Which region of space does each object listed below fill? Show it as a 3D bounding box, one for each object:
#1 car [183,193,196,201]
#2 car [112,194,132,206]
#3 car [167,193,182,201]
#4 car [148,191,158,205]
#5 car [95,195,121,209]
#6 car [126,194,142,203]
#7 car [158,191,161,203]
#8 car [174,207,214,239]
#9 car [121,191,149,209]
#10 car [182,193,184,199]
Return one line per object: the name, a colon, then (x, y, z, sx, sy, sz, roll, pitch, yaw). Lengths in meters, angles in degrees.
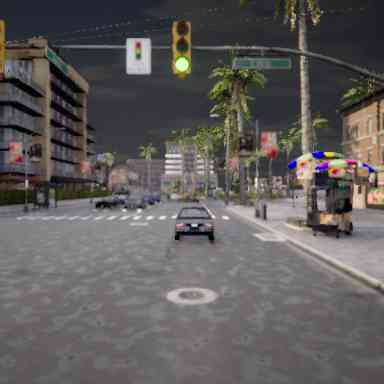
car: (-0.144, 1.105, 68.468, 2.128, 1.511, 4.902, 0, 0, -4)
car: (-10.494, 1.178, 50.322, 1.882, 1.535, 5.008, 0, 0, 0)
car: (-3.646, 1.117, 68.536, 1.812, 1.442, 4.674, 0, 0, -4)
car: (-6.994, 0.921, 50.532, 2.150, 2.045, 5.566, 0, 0, 0)
car: (-10.495, 1.356, 41.179, 1.895, 1.301, 4.718, 0, 0, 0)
car: (-10.494, 1.187, 60.620, 2.033, 1.411, 5.357, 0, 0, 0)
car: (-6.999, 0.858, 61.281, 2.150, 2.045, 5.566, 0, 0, 0)
car: (0.102, 1.448, 16.588, 2.033, 1.411, 5.357, 0, 0, 0)
car: (-6.995, 1.107, 41.193, 2.097, 1.767, 4.553, 0, 0, 0)
car: (-1.396, 1.013, 78.449, 1.882, 1.535, 5.008, 0, 0, -12)
